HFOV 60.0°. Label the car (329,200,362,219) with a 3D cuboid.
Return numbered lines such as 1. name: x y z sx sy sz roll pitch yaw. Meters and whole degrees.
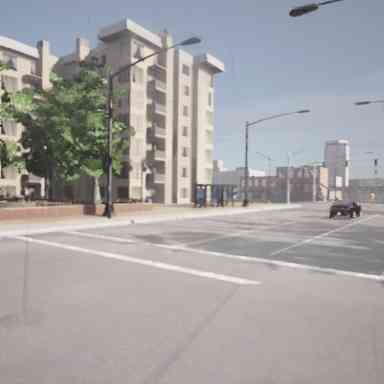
1. car: 13.251 1.471 28.623 1.837 1.490 4.892 1 0 36
